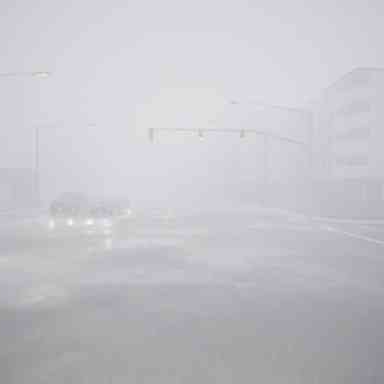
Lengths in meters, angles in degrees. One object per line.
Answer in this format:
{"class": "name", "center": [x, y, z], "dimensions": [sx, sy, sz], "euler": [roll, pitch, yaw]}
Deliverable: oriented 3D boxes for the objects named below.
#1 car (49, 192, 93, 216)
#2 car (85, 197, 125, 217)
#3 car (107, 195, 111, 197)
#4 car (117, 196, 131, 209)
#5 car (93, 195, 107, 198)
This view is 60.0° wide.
{"class": "car", "center": [-11.121, 1.034, 30.528], "dimensions": [2.150, 2.045, 5.566], "euler": [0, 0, -3]}
{"class": "car", "center": [-7.565, 1.425, 29.374], "dimensions": [1.895, 1.301, 4.718], "euler": [0, 0, -1]}
{"class": "car", "center": [-15.009, 1.146, 57.276], "dimensions": [2.033, 1.411, 5.357], "euler": [0, 1, -33]}
{"class": "car", "center": [-8.623, 1.209, 41.053], "dimensions": [1.882, 1.535, 5.008], "euler": [0, 1, -12]}
{"class": "car", "center": [-12.898, 1.247, 44.611], "dimensions": [2.033, 1.411, 5.357], "euler": [0, 0, -17]}
